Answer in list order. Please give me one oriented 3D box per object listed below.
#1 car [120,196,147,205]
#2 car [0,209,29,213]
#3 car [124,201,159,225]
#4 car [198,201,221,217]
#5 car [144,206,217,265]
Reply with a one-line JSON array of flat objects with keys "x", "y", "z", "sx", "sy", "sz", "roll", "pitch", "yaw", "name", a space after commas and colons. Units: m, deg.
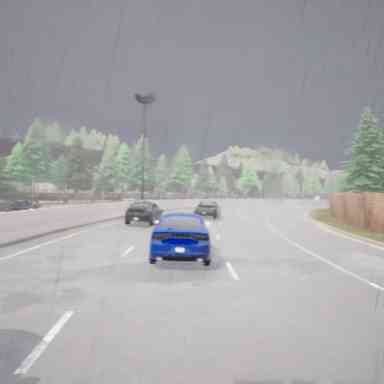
[{"x": -9.439, "y": 1.318, "z": 53.934, "sx": 1.895, "sy": 1.301, "sz": 4.718, "roll": 2, "pitch": 0, "yaw": 23, "name": "car"}, {"x": -10.725, "y": 1.175, "z": 19.090, "sx": 1.837, "sy": 1.490, "sz": 4.892, "roll": 2, "pitch": 0, "yaw": 5, "name": "car"}, {"x": -3.151, "y": 1.411, "z": 22.787, "sx": 1.837, "sy": 1.490, "sz": 4.892, "roll": 1, "pitch": 0, "yaw": 7, "name": "car"}, {"x": 1.486, "y": 1.543, "z": 29.633, "sx": 2.128, "sy": 1.511, "sz": 4.902, "roll": 2, "pitch": 0, "yaw": 11, "name": "car"}, {"x": -0.357, "y": 1.469, "z": 11.799, "sx": 1.882, "sy": 1.535, "sz": 5.008, "roll": 2, "pitch": 0, "yaw": 0, "name": "car"}]
